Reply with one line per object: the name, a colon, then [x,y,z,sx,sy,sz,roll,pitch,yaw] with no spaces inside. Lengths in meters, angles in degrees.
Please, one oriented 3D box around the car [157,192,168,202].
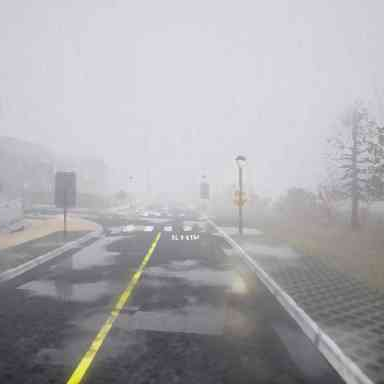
car: [-6.764,1.113,75.649,2.150,2.045,5.566,0,0,-4]
